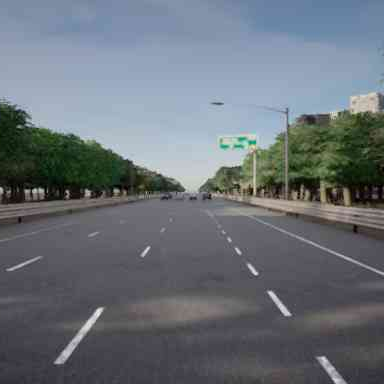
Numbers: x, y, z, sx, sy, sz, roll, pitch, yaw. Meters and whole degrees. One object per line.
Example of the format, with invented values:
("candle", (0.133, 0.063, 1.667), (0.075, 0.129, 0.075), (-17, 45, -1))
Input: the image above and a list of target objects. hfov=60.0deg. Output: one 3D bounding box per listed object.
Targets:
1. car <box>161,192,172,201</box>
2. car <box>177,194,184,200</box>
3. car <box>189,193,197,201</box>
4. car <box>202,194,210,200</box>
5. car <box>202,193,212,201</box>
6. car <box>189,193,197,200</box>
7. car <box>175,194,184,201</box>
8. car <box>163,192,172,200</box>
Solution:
("car", (-6.727, 1.423, 83.279), (1.837, 1.490, 4.892), (0, 0, 0))
("car", (-3.188, 1.318, 92.434), (1.812, 1.442, 4.674), (0, 0, 0))
("car", (0.272, 1.402, 83.250), (1.882, 1.535, 5.008), (0, 0, 0))
("car", (3.813, 1.335, 92.404), (2.033, 1.411, 5.357), (0, 0, 0))
("car", (3.773, 1.150, 83.265), (2.150, 2.045, 5.566), (0, 0, 0))
("car", (0.313, 1.149, 92.388), (2.097, 1.767, 4.553), (0, 0, 0))
("car", (-3.233, 1.484, 82.013), (2.033, 1.411, 5.357), (0, 0, 0))
("car", (-6.688, 1.018, 92.479), (2.150, 2.045, 5.566), (0, 0, 0))
